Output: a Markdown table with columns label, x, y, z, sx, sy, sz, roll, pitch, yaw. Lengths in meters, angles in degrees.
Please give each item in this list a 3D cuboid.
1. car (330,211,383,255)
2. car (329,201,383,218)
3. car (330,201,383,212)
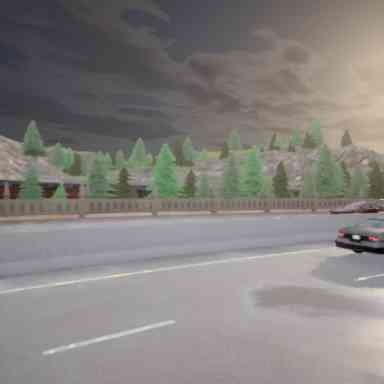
| label | x | y | z | sx | sy | sz | roll | pitch | yaw |
| --- | --- | --- | --- | --- | --- | --- | --- | --- | --- |
| car | 7.666 | 1.548 | 12.098 | 5.357 | 1.411 | 2.033 | 0 | 0 | -26 |
| car | 15.564 | 1.578 | 30.645 | 5.357 | 1.411 | 2.033 | 0 | 0 | -18 |
| car | 13.147 | 1.495 | 26.035 | 5.008 | 1.535 | 1.882 | 0 | 0 | -20 |
